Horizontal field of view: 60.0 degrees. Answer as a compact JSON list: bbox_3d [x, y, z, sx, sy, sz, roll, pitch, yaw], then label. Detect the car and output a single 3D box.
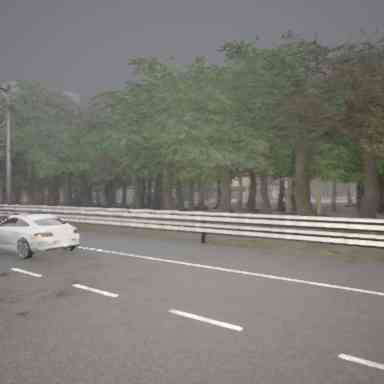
[{"bbox_3d":[-6.160,1.544,12.581,4.674,1.442,1.812,0,0,36],"label":"car"}]
